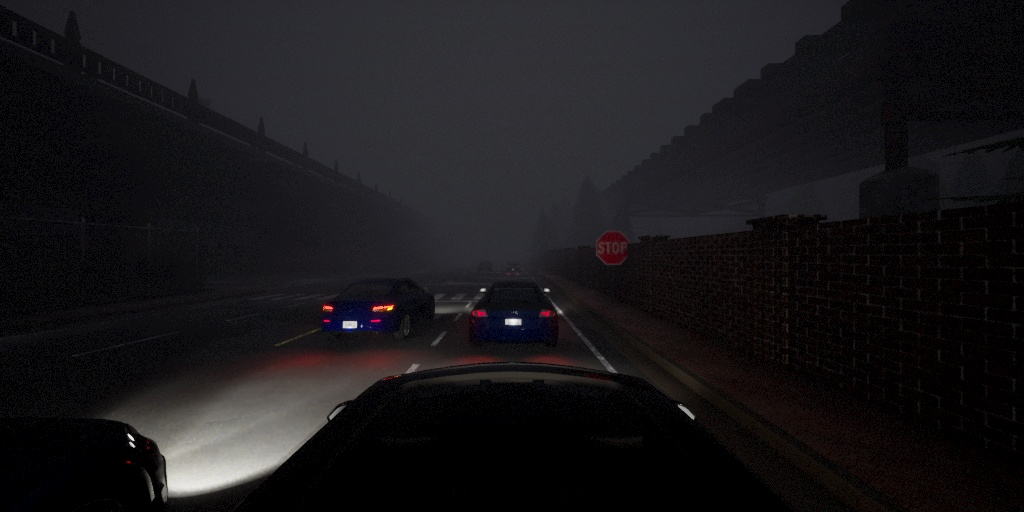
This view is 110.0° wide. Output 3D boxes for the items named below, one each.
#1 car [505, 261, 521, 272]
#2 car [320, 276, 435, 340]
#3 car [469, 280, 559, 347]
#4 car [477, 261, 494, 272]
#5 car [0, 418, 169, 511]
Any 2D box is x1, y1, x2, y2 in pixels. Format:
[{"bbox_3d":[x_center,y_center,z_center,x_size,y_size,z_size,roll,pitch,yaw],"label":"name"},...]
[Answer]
[{"bbox_3d":[0.104,1.351,46.131,1.895,1.301,4.718,0,0,-1],"label":"car"},{"bbox_3d":[-3.412,1.276,9.838,1.812,1.442,4.674,0,0,0],"label":"car"},{"bbox_3d":[0.070,1.314,9.315,1.994,1.385,4.181,0,0,1],"label":"car"},{"bbox_3d":[-3.391,1.297,45.963,2.033,1.411,5.357,0,0,-1],"label":"car"},{"bbox_3d":[-3.399,1.314,0.742,1.994,1.385,4.181,0,0,0],"label":"car"}]
